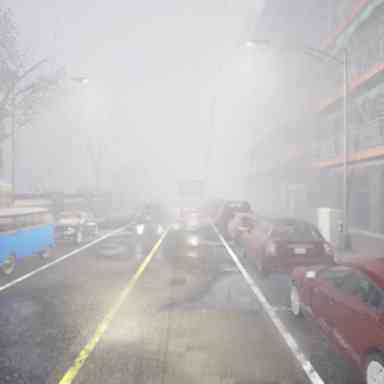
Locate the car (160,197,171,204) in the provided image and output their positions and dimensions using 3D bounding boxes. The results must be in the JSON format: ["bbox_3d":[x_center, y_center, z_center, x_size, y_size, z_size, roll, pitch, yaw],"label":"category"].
[{"bbox_3d":[-5.734,1.832,72.121,1.967,1.590,4.097,0,0,0],"label":"car"}]

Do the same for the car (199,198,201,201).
[{"bbox_3d":[2.657,1.835,55.238,1.887,1.381,4.507,0,0,0],"label":"car"}]

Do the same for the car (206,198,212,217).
[{"bbox_3d":[2.671,1.607,32.716,1.967,1.590,4.097,0,0,0],"label":"car"}]

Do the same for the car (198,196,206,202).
[{"bbox_3d":[2.635,1.949,89.018,1.967,1.590,4.097,0,0,0],"label":"car"}]

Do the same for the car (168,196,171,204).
[{"bbox_3d":[-5.731,1.899,66.492,1.887,1.381,4.507,0,0,0],"label":"car"}]

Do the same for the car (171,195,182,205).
[{"bbox_3d":[-3.044,1.574,67.025,2.150,2.045,5.566,0,0,0],"label":"car"}]

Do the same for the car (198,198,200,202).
[{"bbox_3d":[2.642,2.013,77.756,1.802,1.307,4.206,0,0,0],"label":"car"}]

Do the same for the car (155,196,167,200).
[{"bbox_3d":[-5.723,1.856,55.234,1.947,1.339,4.313,0,0,0],"label":"car"}]

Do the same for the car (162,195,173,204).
[{"bbox_3d":[-5.738,1.746,77.753,2.192,1.841,5.009,0,0,0],"label":"car"}]

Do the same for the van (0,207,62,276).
[{"bbox_3d":[-5.694,1.389,10.191,1.690,1.788,3.998,0,0,0],"label":"van"}]

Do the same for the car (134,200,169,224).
[{"bbox_3d":[-3.114,1.658,26.416,1.812,1.442,4.674,0,0,0],"label":"car"}]

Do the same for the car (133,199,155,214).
[{"bbox_3d":[-5.712,1.722,38.172,1.752,1.417,4.829,0,0,0],"label":"car"}]

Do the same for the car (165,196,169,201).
[{"bbox_3d":[-5.727,1.903,60.864,1.802,1.307,4.206,0,0,0],"label":"car"}]

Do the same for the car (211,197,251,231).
[{"bbox_3d":[2.678,1.421,21.457,2.192,1.841,5.009,0,0,0],"label":"car"}]

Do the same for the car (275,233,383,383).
[{"bbox_3d":[2.689,1.566,4.566,1.887,1.381,4.507,0,0,0],"label":"car"}]

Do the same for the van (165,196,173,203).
[{"bbox_3d":[-5.741,1.811,83.383,1.690,1.788,3.998,0,0,0],"label":"van"}]

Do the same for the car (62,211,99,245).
[{"bbox_3d":[-5.698,1.627,15.820,2.008,1.369,4.403,0,0,0],"label":"car"}]

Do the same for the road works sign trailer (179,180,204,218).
[{"bbox_3d":[-0.020,0.628,32.170,2.380,3.560,2.880,0,0,0],"label":"road works sign trailer"}]

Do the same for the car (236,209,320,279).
[{"bbox_3d":[2.686,1.488,10.196,1.967,1.590,4.097,0,0,0],"label":"car"}]

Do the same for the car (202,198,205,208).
[{"bbox_3d":[2.664,1.794,43.977,1.947,1.339,4.313,0,0,0],"label":"car"}]

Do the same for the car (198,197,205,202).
[{"bbox_3d":[2.632,2.130,94.648,1.802,1.307,4.206,0,0,0],"label":"car"}]

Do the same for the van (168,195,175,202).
[{"bbox_3d":[-5.749,1.889,94.644,1.690,1.788,3.998,0,0,0],"label":"van"}]

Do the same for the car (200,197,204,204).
[{"bbox_3d":[2.660,1.810,49.608,2.008,1.369,4.403,0,0,0],"label":"car"}]

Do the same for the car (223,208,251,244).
[{"bbox_3d":[2.682,1.658,15.826,1.802,1.307,4.206,0,0,0],"label":"car"}]
